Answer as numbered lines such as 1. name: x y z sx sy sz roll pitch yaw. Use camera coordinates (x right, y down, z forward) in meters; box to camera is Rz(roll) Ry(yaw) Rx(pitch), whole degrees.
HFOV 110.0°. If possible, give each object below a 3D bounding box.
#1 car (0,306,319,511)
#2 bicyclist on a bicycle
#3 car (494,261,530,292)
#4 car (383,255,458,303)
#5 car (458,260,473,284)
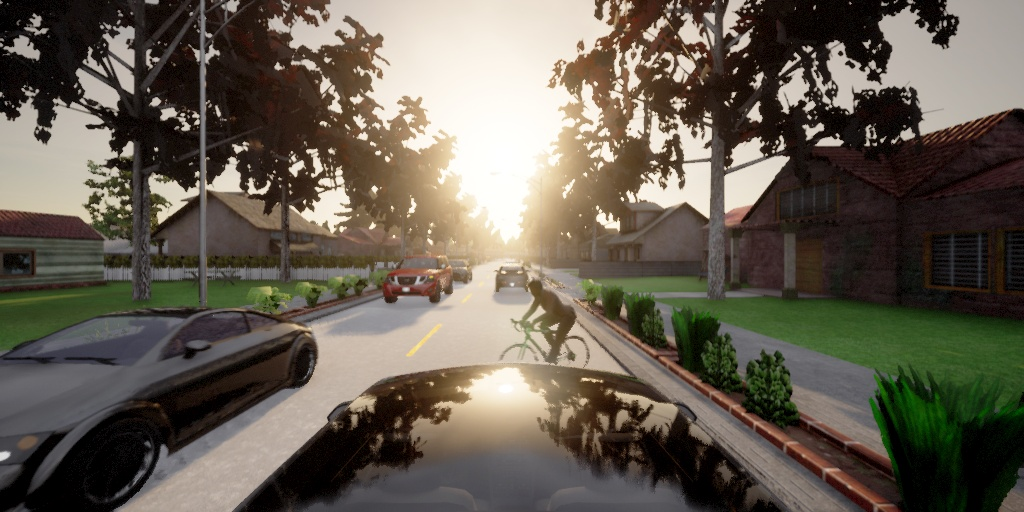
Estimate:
1. car: -4.105 1.312 4.090 1.994 1.385 4.181 0 0 0
2. bicyclist on a bicycle: 0.521 1.174 5.589 1.656 1.620 0.582 -2 2 -24
3. car: -0.001 1.234 21.388 1.837 1.490 4.892 0 0 0
4. car: -4.170 0.956 16.822 2.150 2.045 5.566 0 0 0
5. car: -4.203 1.076 26.913 2.097 1.767 4.553 0 0 0
